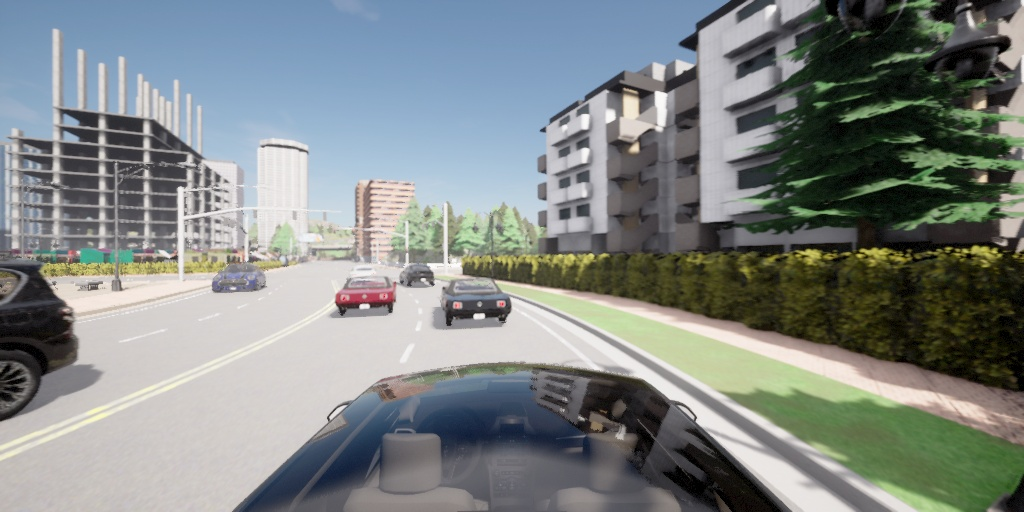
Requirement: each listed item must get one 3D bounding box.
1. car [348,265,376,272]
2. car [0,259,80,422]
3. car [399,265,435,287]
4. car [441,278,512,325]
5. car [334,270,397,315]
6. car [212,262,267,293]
[{"bbox_3d":[-10.912,1.409,26.287,1.812,1.442,4.674,0,0,-26],"label":"car"},{"bbox_3d":[-7.214,1.026,2.768,2.150,2.045,5.566,0,0,-3],"label":"car"},{"bbox_3d":[-6.977,1.359,26.209,1.837,1.490,4.892,0,0,-26],"label":"car"},{"bbox_3d":[-1.391,1.384,12.060,1.895,1.301,4.718,0,0,-13],"label":"car"},{"bbox_3d":[-5.571,1.419,14.180,1.895,1.301,4.718,0,0,-16],"label":"car"},{"bbox_3d":[-16.879,1.269,22.397,2.097,1.767,4.553,0,0,-27],"label":"car"}]
